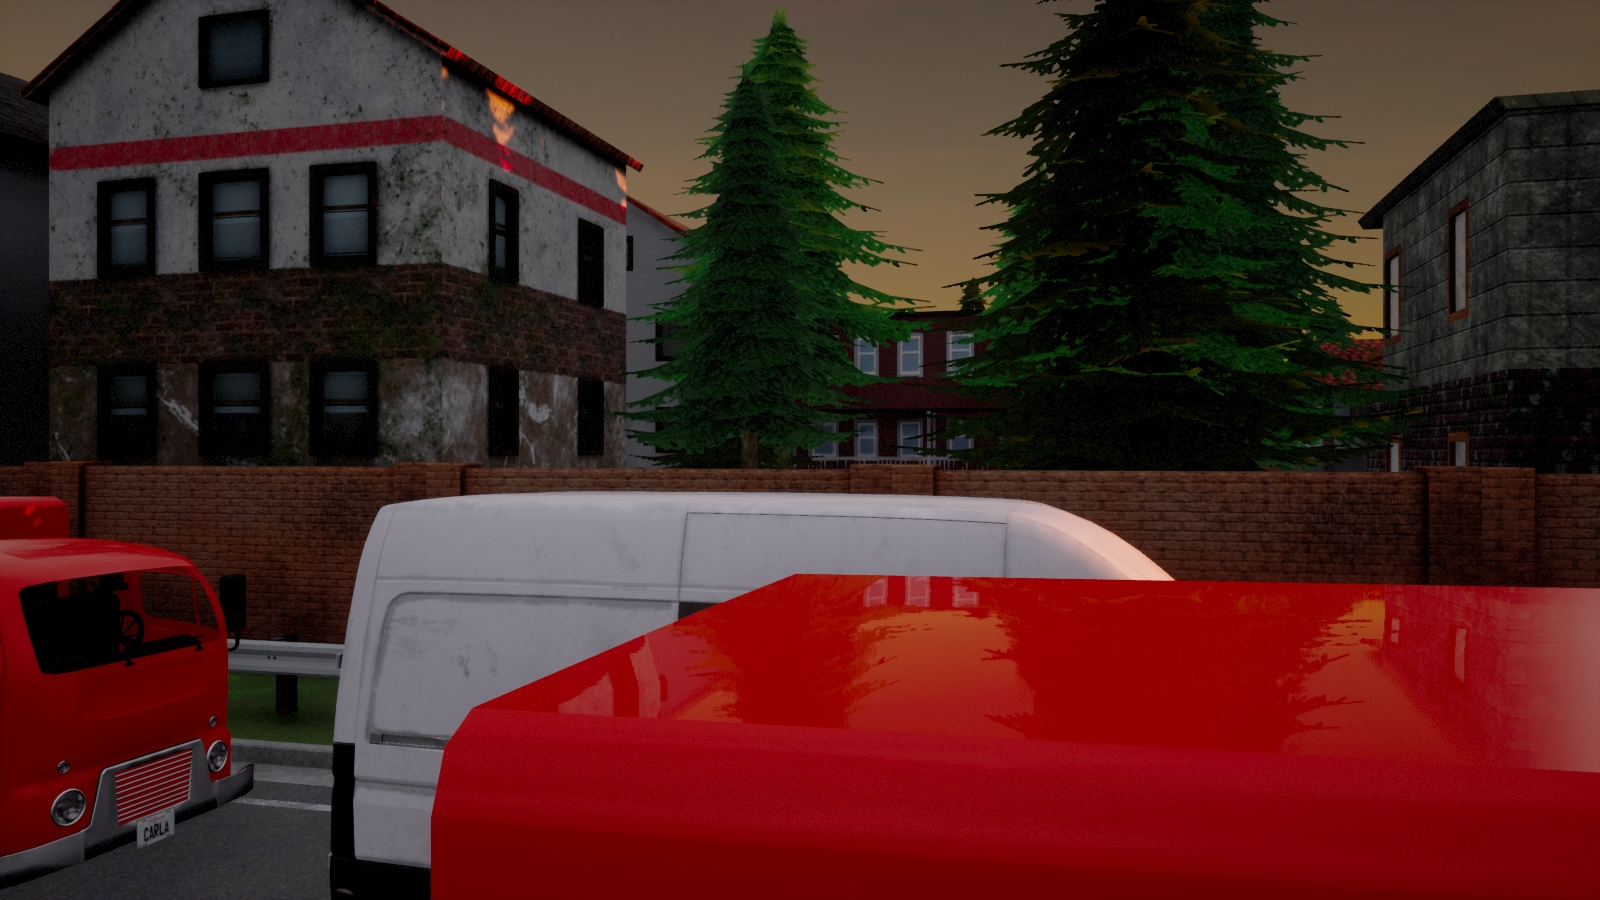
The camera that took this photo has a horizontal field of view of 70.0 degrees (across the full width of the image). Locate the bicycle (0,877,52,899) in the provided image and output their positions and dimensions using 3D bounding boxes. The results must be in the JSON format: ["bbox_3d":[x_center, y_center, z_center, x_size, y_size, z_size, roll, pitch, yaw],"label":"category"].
[{"bbox_3d":[-3.101,2.056,3.494,1.643,1.496,0.373,0,0,16],"label":"bicycle"}]

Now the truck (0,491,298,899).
[{"bbox_3d":[-6.587,1.568,7.895,5.204,2.467,2.627,0,0,15],"label":"truck"}]

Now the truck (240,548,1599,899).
[{"bbox_3d":[2.192,1.568,1.959,5.204,2.467,2.627,0,0,15],"label":"truck"}]

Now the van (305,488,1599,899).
[{"bbox_3d":[0.608,1.535,6.000,5.915,2.561,1.988,0,0,15],"label":"van"}]
